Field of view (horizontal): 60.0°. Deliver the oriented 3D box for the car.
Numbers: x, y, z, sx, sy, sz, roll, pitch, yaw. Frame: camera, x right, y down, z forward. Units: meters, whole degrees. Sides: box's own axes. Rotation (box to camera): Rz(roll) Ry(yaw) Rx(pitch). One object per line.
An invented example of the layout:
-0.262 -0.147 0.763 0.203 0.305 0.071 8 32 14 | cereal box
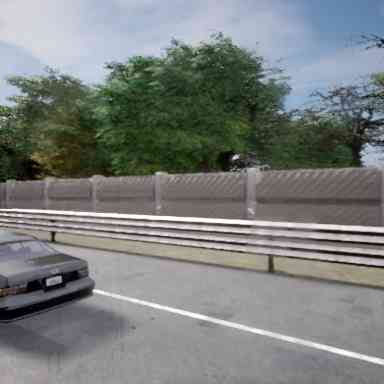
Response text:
-4.380 1.537 6.963 5.357 1.411 2.033 0 0 34 | car
